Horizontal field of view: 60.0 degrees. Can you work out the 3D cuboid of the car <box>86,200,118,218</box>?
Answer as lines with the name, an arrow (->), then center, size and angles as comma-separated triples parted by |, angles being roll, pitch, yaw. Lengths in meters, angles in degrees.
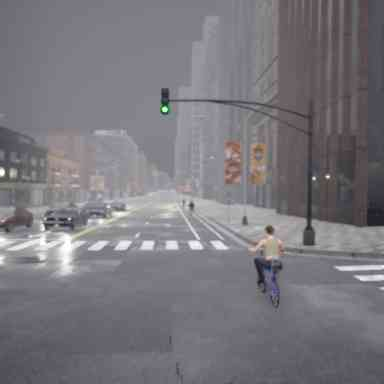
car -> -8.903, 1.742, 32.363 | 2.033, 1.411, 5.357 | 1, -1, -4

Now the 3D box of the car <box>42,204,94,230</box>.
car -> -8.222, 1.713, 22.080 | 1.895, 1.301, 4.718 | 1, 0, -4

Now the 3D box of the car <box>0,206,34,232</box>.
car -> -11.367, 1.593, 20.530 | 1.812, 1.442, 4.674 | 1, -1, -4

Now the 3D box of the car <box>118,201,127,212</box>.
car -> -9.579, 1.838, 42.641 | 1.994, 1.385, 4.181 | 1, 0, -4

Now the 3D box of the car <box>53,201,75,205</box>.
car -> -12.079, 1.631, 31.169 | 1.882, 1.535, 5.008 | 1, 0, -4

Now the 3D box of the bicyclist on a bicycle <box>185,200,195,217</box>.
bicyclist on a bicycle -> -0.039, 1.651, 32.349 | 0.659, 1.776, 1.843 | 1, 0, -4

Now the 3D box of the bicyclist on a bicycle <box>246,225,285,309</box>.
bicyclist on a bicycle -> 1.622, 1.504, 7.088 | 0.866, 1.612, 1.509 | 0, 0, -4

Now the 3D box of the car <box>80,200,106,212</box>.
car -> -12.901, 1.797, 43.739 | 2.033, 1.411, 5.357 | 1, 0, -4

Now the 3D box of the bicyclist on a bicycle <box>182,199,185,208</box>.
bicyclist on a bicycle -> -1.218, 1.869, 50.053 | 0.582, 1.620, 1.656 | 1, -1, -4
